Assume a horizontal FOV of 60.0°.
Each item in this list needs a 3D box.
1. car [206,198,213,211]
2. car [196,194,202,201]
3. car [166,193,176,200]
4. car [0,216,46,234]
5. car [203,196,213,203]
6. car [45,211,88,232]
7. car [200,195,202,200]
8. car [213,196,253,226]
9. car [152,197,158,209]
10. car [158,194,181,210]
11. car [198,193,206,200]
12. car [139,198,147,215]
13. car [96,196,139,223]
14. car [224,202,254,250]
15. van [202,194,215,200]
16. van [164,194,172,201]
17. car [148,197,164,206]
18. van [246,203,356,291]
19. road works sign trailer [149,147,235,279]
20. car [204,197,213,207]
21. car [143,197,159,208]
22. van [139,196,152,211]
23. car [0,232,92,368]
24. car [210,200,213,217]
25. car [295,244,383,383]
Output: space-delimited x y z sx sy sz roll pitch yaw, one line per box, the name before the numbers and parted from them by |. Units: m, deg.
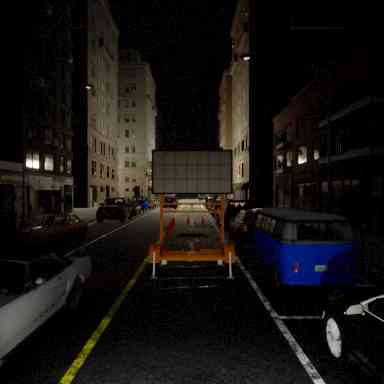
car | 2.685 1.560 31.395 1.947 1.339 4.313 0 0 0
car | 2.716 1.380 81.269 1.967 1.590 4.097 0 0 0
car | -5.803 1.236 92.429 2.192 1.841 5.009 0 0 0
car | -5.854 1.544 8.714 1.887 1.381 4.507 0 0 0
car | 2.692 1.571 42.734 1.802 1.307 4.206 0 0 0
car | -5.851 1.523 14.212 1.752 1.417 4.829 0 0 0
car | 2.699 1.501 54.243 1.752 1.417 4.829 0 0 0
car | 2.678 1.312 20.056 2.192 1.841 5.009 0 0 0
car | -5.833 1.515 42.554 1.752 1.417 4.829 0 0 0
car | -2.975 1.340 43.454 2.097 1.767 4.553 0 0 0
car | 2.722 1.236 92.439 2.192 1.841 5.009 0 0 0
car | -5.840 1.545 31.387 2.008 1.369 4.403 0 0 0
car | -5.844 1.311 25.719 2.192 1.841 5.009 0 0 0
car | 2.675 1.438 14.387 1.967 1.590 4.097 0 0 0
van | 2.696 1.324 48.404 1.690 1.788 3.998 0 0 0
van | -5.810 1.281 81.256 1.690 1.788 3.998 0 0 0
car | -5.826 1.527 54.061 2.008 1.369 4.403 0 0 0
van | 2.672 1.340 8.718 1.690 1.788 3.998 0 0 0
road works sign trailer | 0.005 0.463 10.030 2.380 3.560 2.880 0 0 0
car | 2.689 1.544 37.064 2.008 1.369 4.403 0 0 0
car | -5.830 1.509 48.223 1.752 1.417 4.829 0 0 0
van | -5.837 1.334 37.055 1.690 1.788 3.998 0 0 0
car | -3.099 1.600 5.007 1.895 1.301 4.718 0 0 0
car | 2.682 1.561 25.726 1.947 1.339 4.313 0 0 0
car | 2.669 1.551 3.049 2.008 1.369 4.403 0 0 0
